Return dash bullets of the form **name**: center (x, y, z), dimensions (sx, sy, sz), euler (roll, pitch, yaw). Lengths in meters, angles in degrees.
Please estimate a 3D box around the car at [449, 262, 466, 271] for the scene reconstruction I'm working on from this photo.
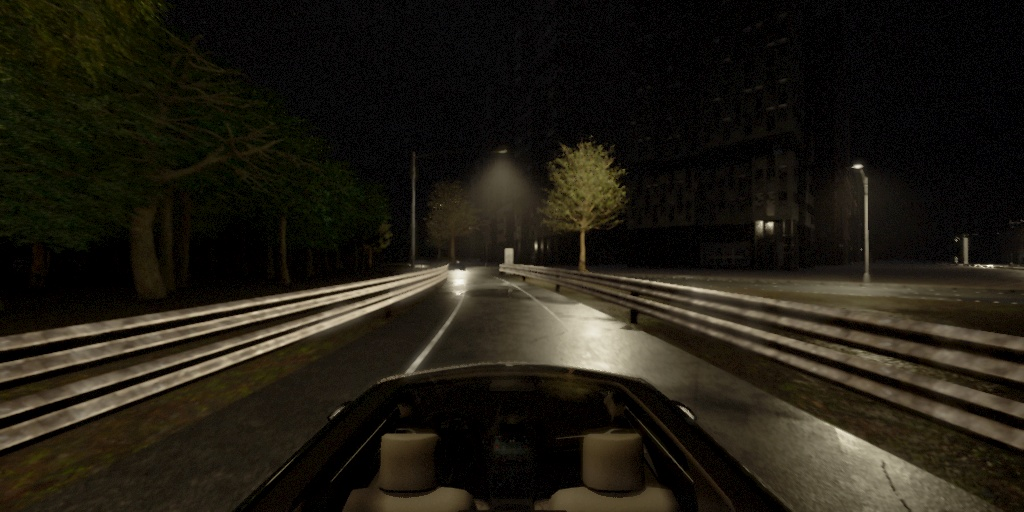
- **car**: center (-8.485, 1.587, 55.331), dimensions (1.994, 1.385, 4.181), euler (0, 0, -20)
